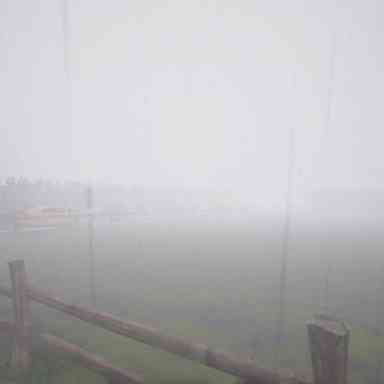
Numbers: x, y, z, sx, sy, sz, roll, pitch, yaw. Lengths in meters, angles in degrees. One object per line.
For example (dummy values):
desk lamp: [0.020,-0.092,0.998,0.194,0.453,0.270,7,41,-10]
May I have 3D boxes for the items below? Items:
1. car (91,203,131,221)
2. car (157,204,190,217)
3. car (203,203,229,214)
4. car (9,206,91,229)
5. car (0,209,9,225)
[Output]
car: [-8.300,1.926,33.082,2.097,1.767,4.553,-1,-2,36]
car: [-2.264,2.303,41.404,2.128,1.511,4.902,-1,-2,36]
car: [3.625,2.393,49.474,2.097,1.767,4.553,-1,-2,36]
car: [-10.509,1.836,25.005,1.882,1.535,5.008,-1,-2,36]
car: [-14.140,1.947,25.111,1.895,1.301,4.718,-1,-2,38]
